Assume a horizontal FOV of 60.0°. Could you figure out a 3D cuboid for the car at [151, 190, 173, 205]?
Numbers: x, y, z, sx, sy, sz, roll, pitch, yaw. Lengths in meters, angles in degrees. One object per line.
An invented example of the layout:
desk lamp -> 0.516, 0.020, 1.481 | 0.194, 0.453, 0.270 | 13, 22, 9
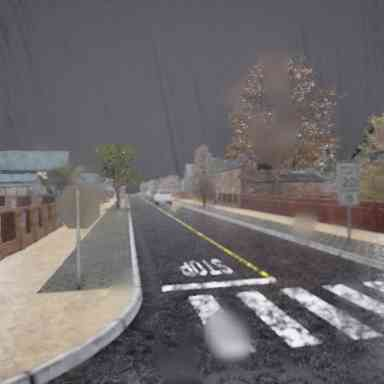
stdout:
car -> -4.088, 0.715, 47.140 | 2.150, 2.045, 5.566 | -1, 1, -11
